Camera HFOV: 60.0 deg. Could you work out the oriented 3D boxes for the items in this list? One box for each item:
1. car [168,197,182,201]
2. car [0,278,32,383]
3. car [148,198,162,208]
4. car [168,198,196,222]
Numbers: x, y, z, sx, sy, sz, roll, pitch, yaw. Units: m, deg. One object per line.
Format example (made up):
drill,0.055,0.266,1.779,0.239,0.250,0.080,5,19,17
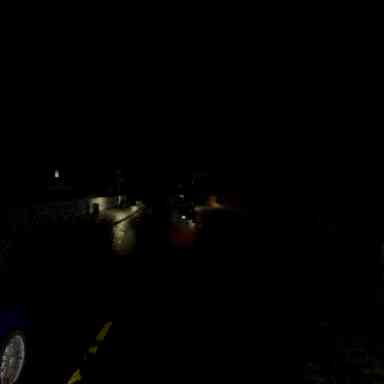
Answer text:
car,-1.942,1.390,42.264,2.097,1.767,4.553,0,0,-5
car,-2.890,1.529,2.470,1.812,1.442,4.674,0,0,-1
car,-5.547,1.620,49.574,1.994,1.385,4.181,0,0,-6
car,-0.727,1.524,26.111,1.837,1.490,4.892,0,0,-3
